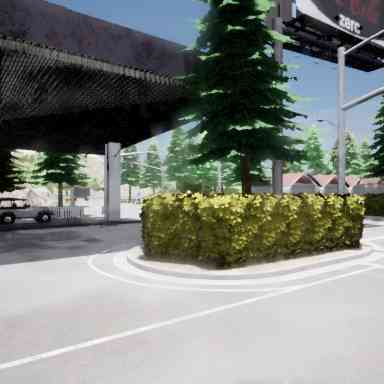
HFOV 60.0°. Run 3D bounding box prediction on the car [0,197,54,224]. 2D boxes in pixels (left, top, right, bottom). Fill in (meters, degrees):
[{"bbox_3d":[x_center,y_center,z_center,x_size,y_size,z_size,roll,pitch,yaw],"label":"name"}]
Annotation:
[{"bbox_3d":[-11.956,1.313,23.490,3.866,1.878,1.905,0,0,-36],"label":"car"}]
